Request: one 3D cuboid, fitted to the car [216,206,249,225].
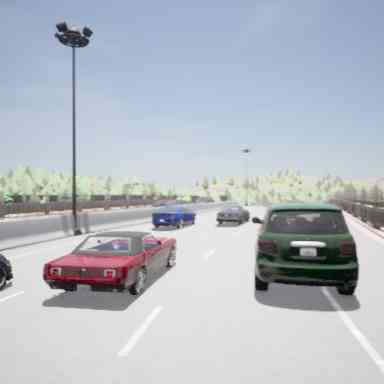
[{"bbox_3d":[3.360,1.795,26.471,2.033,1.411,5.357,-1,-1,20],"label":"car"}]

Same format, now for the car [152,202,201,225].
[{"bbox_3d":[-1.171,1.736,23.963,1.882,1.535,5.008,-1,-1,19],"label":"car"}]

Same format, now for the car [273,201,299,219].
[{"bbox_3d":[9.672,1.765,33.919,2.128,1.511,4.902,-1,-1,20],"label":"car"}]

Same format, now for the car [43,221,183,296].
[{"bbox_3d":[-1.791,1.710,9.042,1.895,1.301,4.718,-1,-1,11],"label":"car"}]

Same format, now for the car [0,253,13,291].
[{"bbox_3d":[-5.722,1.682,6.752,1.994,1.385,4.181,-1,-1,9],"label":"car"}]

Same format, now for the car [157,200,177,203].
[{"bbox_3d":[-3.081,2.078,50.741,1.812,1.442,4.674,-1,-1,20],"label":"car"}]

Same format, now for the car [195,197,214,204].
[{"bbox_3d":[2.077,1.773,54.792,2.150,2.045,5.566,-1,-1,20],"label":"car"}]

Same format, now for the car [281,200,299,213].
[{"bbox_3d":[12.846,1.824,43.465,1.882,1.535,5.008,-1,-1,21],"label":"car"}]

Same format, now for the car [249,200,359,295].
[{"bbox_3d":[2.851,1.297,9.160,2.150,2.045,5.566,-1,-1,12],"label":"car"}]
